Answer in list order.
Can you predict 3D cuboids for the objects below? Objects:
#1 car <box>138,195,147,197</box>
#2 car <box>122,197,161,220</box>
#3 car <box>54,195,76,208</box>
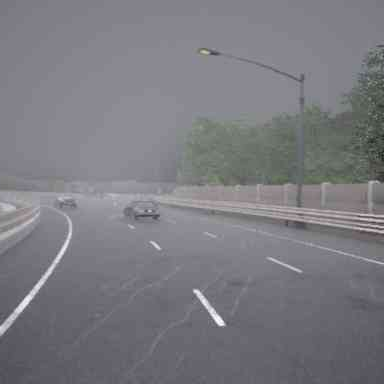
[{"bbox_3d":[-5.422,1.330,36.922,2.128,1.511,4.902,2,0,-28],"label":"car"},{"bbox_3d":[-4.099,1.425,26.482,2.033,1.411,5.357,2,0,-25],"label":"car"},{"bbox_3d":[-15.094,1.095,39.610,1.812,1.442,4.674,2,0,-33],"label":"car"}]
